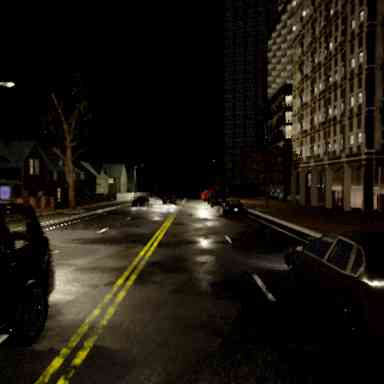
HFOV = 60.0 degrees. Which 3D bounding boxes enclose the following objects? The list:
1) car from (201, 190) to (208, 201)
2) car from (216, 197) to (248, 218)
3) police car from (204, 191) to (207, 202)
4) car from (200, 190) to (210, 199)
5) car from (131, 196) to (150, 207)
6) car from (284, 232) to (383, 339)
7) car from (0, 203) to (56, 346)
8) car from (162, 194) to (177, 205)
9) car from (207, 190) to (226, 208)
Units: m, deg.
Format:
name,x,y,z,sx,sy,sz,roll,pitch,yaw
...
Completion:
name,x,y,z,sx,sy,sz,roll,pitch,yaw
car,3.292,0.732,62.608,2.150,2.045,5.566,0,0,0
car,3.369,1.333,27.405,1.994,1.385,4.181,0,0,0
police car,3.285,1.012,51.685,1.930,1.638,5.238,0,0,0
car,3.307,0.591,84.615,2.150,2.045,5.566,0,0,0
car,-6.558,1.198,43.165,2.033,1.411,5.357,0,0,0
car,3.355,1.489,6.439,2.033,1.411,5.357,0,0,0
car,-3.347,1.191,3.328,2.150,2.045,5.566,0,0,0
car,-3.294,1.104,48.405,2.128,1.511,4.902,0,0,0
car,3.277,1.022,40.541,2.097,1.767,4.553,0,0,0
